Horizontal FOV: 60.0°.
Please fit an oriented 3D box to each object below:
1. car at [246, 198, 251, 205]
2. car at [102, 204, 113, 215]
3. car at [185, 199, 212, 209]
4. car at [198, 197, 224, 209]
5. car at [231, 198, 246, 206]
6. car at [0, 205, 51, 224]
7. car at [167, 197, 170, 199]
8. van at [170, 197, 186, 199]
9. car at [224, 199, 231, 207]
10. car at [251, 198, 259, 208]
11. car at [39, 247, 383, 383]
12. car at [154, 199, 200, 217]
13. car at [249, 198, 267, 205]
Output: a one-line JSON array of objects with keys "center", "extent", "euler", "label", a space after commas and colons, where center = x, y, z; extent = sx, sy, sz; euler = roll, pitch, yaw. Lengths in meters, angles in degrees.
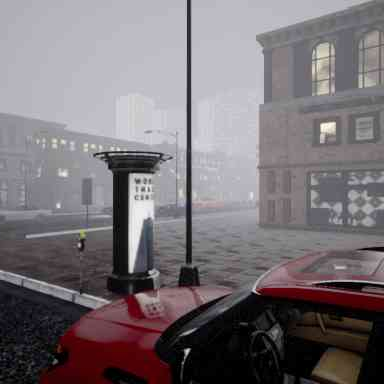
[{"center": [10.640, 1.846, 64.755], "extent": [2.008, 1.369, 4.403], "euler": [0, -1, 35], "label": "car"}, {"center": [-7.316, 1.680, 34.693], "extent": [1.994, 1.385, 4.181], "euler": [0, 0, 35], "label": "car"}, {"center": [1.108, 1.756, 51.192], "extent": [2.008, 1.369, 4.403], "euler": [0, 0, 35], "label": "car"}, {"center": [2.219, 1.547, 48.207], "extent": [2.097, 1.767, 4.553], "euler": [0, 0, 35], "label": "car"}, {"center": [7.463, 1.815, 60.234], "extent": [2.008, 1.369, 4.403], "euler": [0, -1, 35], "label": "car"}, {"center": [-13.568, 1.668, 25.799], "extent": [1.895, 1.301, 4.718], "euler": [0, 0, 35], "label": "car"}, {"center": [-5.344, 1.674, 42.010], "extent": [1.752, 1.417, 4.829], "euler": [0, 0, 35], "label": "car"}, {"center": [-2.070, 1.518, 46.672], "extent": [1.690, 1.788, 3.998], "euler": [0, 0, 35], "label": "van"}, {"center": [4.187, 1.759, 55.574], "extent": [1.752, 1.417, 4.829], "euler": [0, -1, 35], "label": "car"}, {"center": [11.142, 1.676, 50.896], "extent": [1.967, 1.590, 4.097], "euler": [0, -1, 35], "label": "car"}, {"center": [1.156, 1.315, 2.051], "extent": [5.009, 1.841, 2.192], "euler": [0, 0, 36], "label": "car"}, {"center": [-1.524, 1.670, 32.782], "extent": [1.887, 1.381, 4.507], "euler": [0, 0, 35], "label": "car"}, {"center": [13.817, 1.876, 69.277], "extent": [2.008, 1.369, 4.403], "euler": [0, -1, 35], "label": "car"}]
